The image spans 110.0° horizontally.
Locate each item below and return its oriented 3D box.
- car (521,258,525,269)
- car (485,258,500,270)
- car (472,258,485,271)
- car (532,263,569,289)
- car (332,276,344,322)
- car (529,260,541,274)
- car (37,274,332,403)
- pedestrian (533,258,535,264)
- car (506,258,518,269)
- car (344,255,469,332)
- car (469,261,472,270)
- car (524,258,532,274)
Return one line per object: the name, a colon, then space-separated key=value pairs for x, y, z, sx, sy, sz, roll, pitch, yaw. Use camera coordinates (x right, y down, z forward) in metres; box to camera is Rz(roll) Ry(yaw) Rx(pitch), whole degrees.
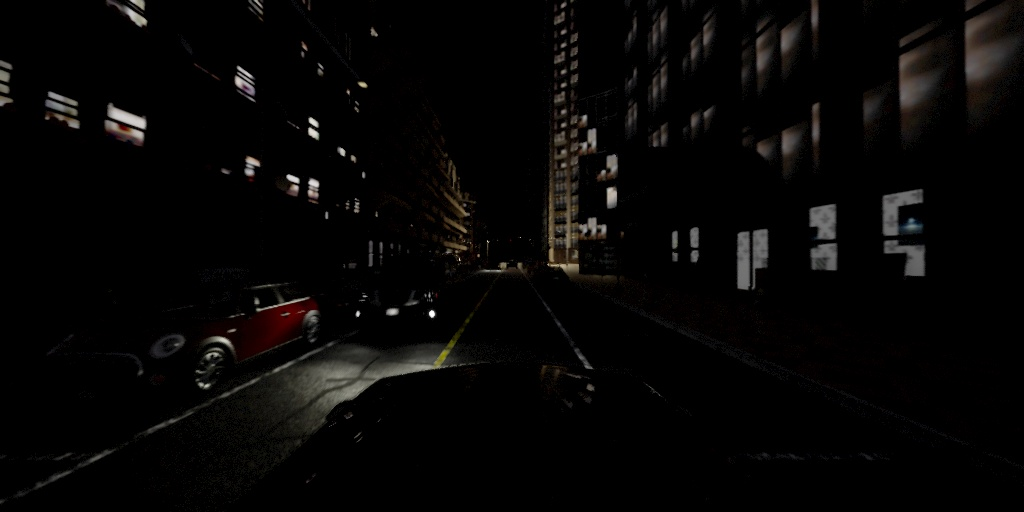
car: x=2.570 y=1.359 z=56.452 sx=1.751 sy=1.417 sz=4.829 roll=0 pitch=0 yaw=0
car: x=-2.803 y=1.392 z=54.184 sx=1.994 sy=1.385 sz=4.181 roll=0 pitch=0 yaw=0
car: x=-5.311 y=1.371 z=50.741 sx=2.007 sy=1.370 sz=4.403 roll=0 pitch=0 yaw=0
car: x=2.567 y=1.336 z=23.067 sx=1.948 sy=1.339 sz=4.313 roll=0 pitch=0 yaw=0
car: x=-5.314 y=1.303 z=11.990 sx=1.888 sy=1.381 sz=4.507 roll=0 pitch=0 yaw=0
car: x=2.568 y=1.305 z=28.773 sx=1.751 sy=1.417 sz=4.829 roll=0 pitch=0 yaw=0
car: x=-5.315 y=1.193 z=6.453 sx=1.967 sy=1.591 sz=4.097 roll=0 pitch=0 yaw=0
pedestrian: x=2.753 y=1.102 z=44.941 sx=0.375 sy=1.860 sz=0.375 roll=0 pitch=-1 yaw=0
car: x=0.029 y=1.330 z=58.332 sx=2.128 sy=1.511 sz=4.902 roll=0 pitch=0 yaw=0
car: x=-2.850 y=0.978 z=11.306 sx=2.150 sy=2.045 sz=5.566 roll=0 pitch=0 yaw=0
car: x=-5.312 y=1.229 z=34.132 sx=1.967 sy=1.591 sz=4.097 roll=0 pitch=0 yaw=0
car: x=2.753 y=1.258 z=41.941 sx=1.801 sy=1.575 sz=5.366 roll=0 pitch=0 yaw=0
